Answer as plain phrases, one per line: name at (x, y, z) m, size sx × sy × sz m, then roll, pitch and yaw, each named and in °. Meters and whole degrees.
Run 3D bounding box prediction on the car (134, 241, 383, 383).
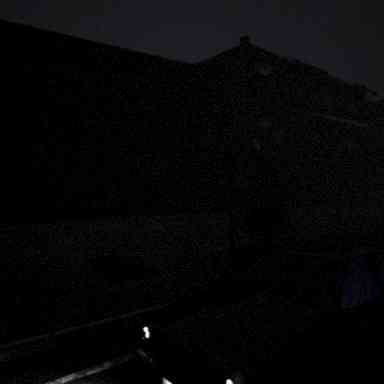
car at (1.902, 1.507, 4.885) m, size 5.357 × 1.411 × 2.033 m, roll -1°, pitch 0°, yaw -37°
